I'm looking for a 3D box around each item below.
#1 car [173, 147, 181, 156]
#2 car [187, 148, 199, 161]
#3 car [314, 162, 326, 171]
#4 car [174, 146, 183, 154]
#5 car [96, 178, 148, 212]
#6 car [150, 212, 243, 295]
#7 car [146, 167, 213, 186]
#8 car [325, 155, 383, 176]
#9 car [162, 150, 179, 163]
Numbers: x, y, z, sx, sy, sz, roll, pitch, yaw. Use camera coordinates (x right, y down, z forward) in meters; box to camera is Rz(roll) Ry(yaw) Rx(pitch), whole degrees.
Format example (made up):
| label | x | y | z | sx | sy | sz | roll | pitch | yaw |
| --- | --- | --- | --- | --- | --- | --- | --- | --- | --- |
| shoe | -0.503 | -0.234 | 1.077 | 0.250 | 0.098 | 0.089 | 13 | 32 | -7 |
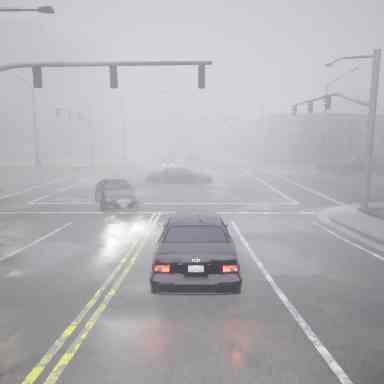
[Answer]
| label | x | y | z | sx | sy | sz | roll | pitch | yaw |
| --- | --- | --- | --- | --- | --- | --- | --- | --- | --- |
| car | -3.477 | -6.877 | 60.986 | 1.837 | 1.490 | 4.892 | 0 | 9 | 0 |
| car | 0.183 | -6.098 | 56.018 | 1.882 | 1.535 | 5.008 | 0 | 9 | 0 |
| car | 16.330 | -3.047 | 37.309 | 4.902 | 1.511 | 2.128 | 0 | 9 | 0 |
| car | -3.395 | -8.498 | 71.181 | 2.033 | 1.411 | 5.357 | 0 | 9 | 0 |
| car | -4.193 | 0.035 | 18.362 | 2.128 | 1.511 | 4.902 | -2 | 9 | -22 |
| car | 0.087 | 1.219 | 8.383 | 2.033 | 1.411 | 5.357 | 0 | 4 | 0 |
| car | -1.011 | -1.285 | 26.837 | 5.357 | 1.411 | 2.033 | 0 | 9 | 0 |
| car | 17.074 | -2.751 | 33.804 | 5.566 | 2.045 | 2.150 | 0 | 9 | 1 |
| car | -3.520 | -5.293 | 51.507 | 2.033 | 1.411 | 5.357 | 0 | 9 | 0 |
